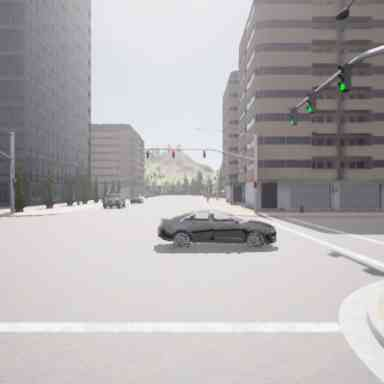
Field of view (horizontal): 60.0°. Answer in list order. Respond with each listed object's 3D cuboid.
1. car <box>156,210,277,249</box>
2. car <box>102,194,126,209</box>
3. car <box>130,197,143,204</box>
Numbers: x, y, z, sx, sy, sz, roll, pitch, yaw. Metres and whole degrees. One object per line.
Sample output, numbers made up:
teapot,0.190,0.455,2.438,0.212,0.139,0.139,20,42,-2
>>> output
car,0.988,1.497,13.807,4.902,1.511,2.128,0,0,0
car,-10.527,1.234,45.354,2.150,2.045,5.566,0,0,0
car,-10.448,1.620,62.776,1.895,1.301,4.718,0,0,1
